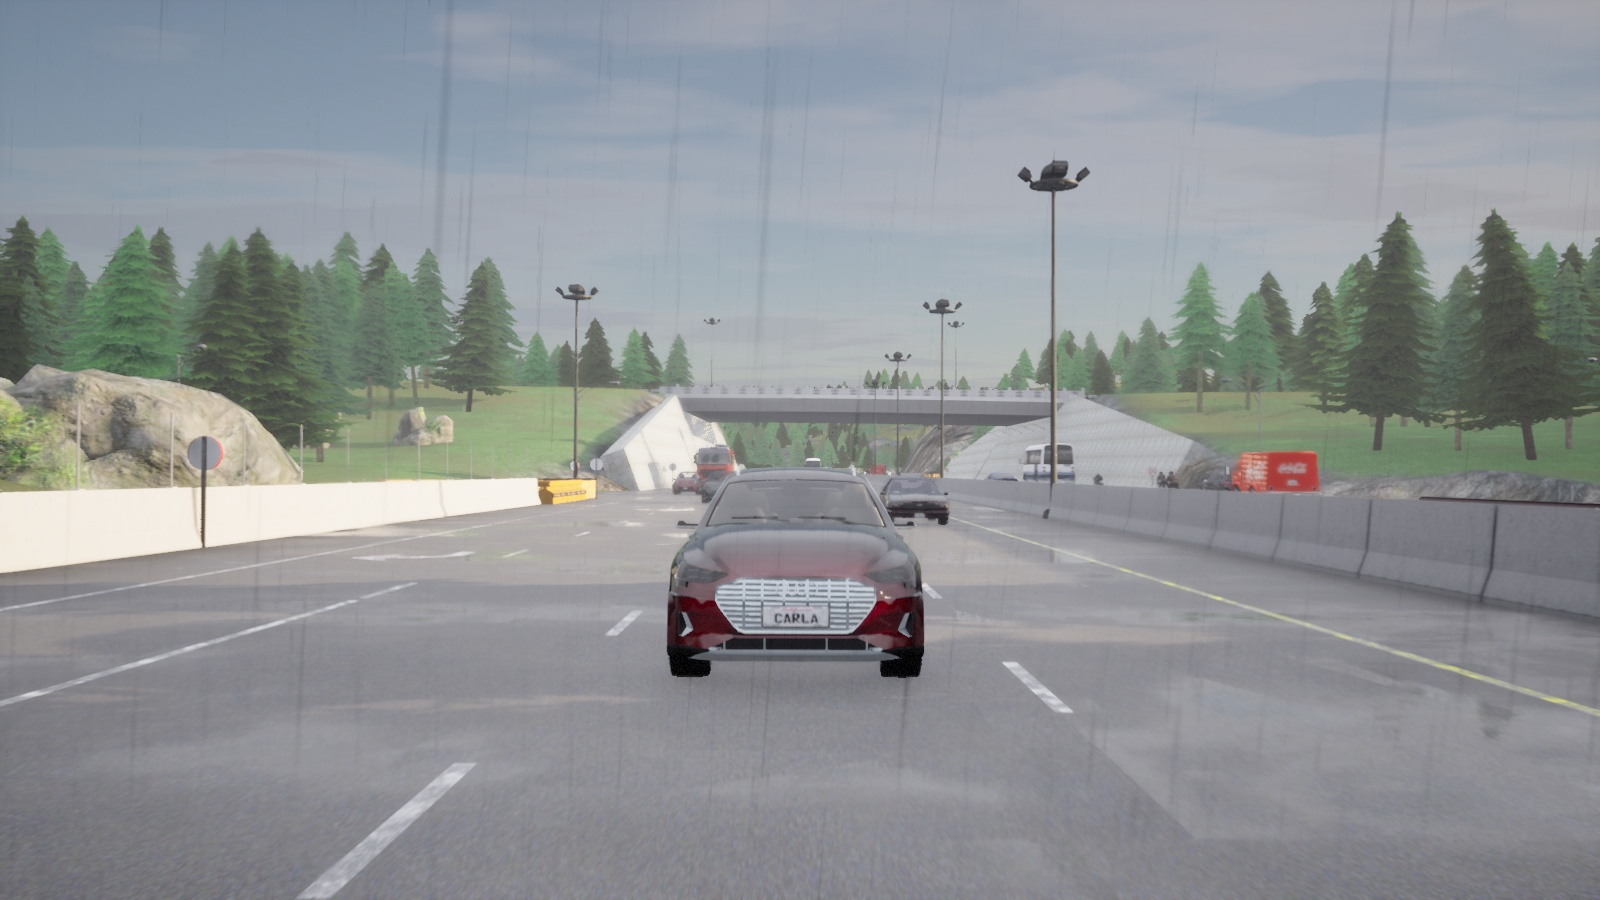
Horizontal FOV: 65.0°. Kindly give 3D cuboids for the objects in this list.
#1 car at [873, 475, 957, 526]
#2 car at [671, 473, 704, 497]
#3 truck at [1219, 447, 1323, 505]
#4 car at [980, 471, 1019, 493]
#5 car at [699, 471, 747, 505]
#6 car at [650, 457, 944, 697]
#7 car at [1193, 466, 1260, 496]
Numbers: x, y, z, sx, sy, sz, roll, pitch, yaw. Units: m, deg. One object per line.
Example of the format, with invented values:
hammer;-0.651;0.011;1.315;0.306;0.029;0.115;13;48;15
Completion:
car;3.408;1.487;38.170;2.033;1.411;5.357;0;-1;0
car;-7.195;2.205;80.510;1.845;1.501;3.633;0;-1;0
truck;20.862;1.175;55.926;2.627;2.467;5.204;0;-1;0
car;13.789;2.193;86.989;1.882;1.535;5.008;0;-1;0
car;-3.646;1.779;59.970;2.007;1.525;4.514;0;-1;0
car;-0.027;0.932;11.121;2.033;1.649;4.856;0;-1;0
car;24.325;1.764;71.804;2.242;1.667;4.611;0;-1;0
